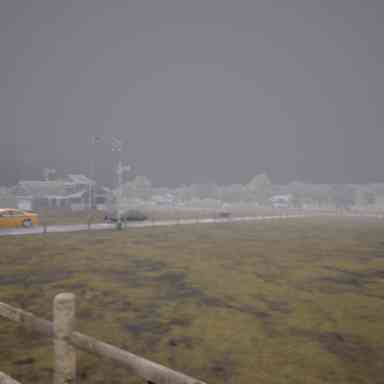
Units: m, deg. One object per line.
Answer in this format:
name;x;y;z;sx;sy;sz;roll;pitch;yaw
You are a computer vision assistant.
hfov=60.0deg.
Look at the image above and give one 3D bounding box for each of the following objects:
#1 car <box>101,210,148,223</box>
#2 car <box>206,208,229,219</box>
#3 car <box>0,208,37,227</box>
car;-7.097;2.605;35.822;2.033;1.411;5.357;0;-2;35
car;4.006;3.202;51.330;2.097;1.767;4.553;0;-2;36
car;-14.464;2.025;25.385;1.882;1.535;5.008;0;-2;34
